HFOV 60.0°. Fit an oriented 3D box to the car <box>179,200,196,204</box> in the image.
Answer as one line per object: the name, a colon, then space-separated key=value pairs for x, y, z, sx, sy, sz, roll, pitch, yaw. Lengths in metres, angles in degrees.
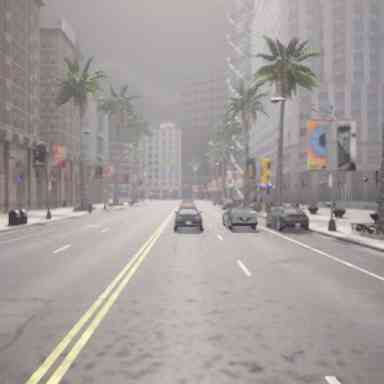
car: x=-0.528 y=1.754 z=40.435 sx=2.097 sy=1.767 sz=4.553 roll=0 pitch=-1 yaw=-1

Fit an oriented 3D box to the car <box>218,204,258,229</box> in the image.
car: x=3.247 y=1.778 z=23.317 sx=2.033 sy=1.411 sz=5.357 roll=0 pitch=-1 yaw=-1

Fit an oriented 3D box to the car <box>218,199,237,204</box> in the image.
car: x=5.797 y=1.863 z=51.534 sx=2.185 sy=1.767 sz=4.553 roll=0 pitch=-1 yaw=-1

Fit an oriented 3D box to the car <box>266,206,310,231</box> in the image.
car: x=6.252 y=1.699 z=22.163 sx=2.231 sy=1.521 sz=4.892 roll=0 pitch=-1 yaw=-1

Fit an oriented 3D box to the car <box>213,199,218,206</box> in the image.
car: x=5.757 y=2.240 z=73.463 sx=2.161 sy=1.482 sz=4.786 roll=0 pitch=-1 yaw=-1

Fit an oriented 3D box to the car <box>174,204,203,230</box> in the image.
car: x=-0.243 y=1.751 z=22.615 sx=1.812 sy=1.442 sz=4.674 roll=0 pitch=-1 yaw=-1
